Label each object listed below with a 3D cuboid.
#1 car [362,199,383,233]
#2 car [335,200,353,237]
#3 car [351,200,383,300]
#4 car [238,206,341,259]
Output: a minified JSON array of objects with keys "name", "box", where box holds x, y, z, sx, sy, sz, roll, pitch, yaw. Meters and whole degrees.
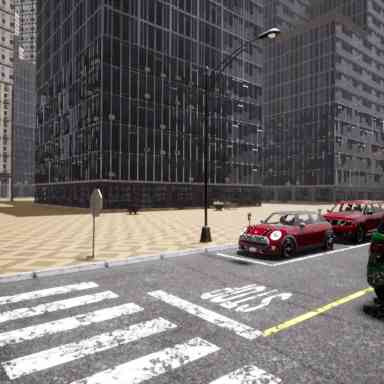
[{"name":"car","box":[12.385,1.341,19.849,5.009,1.841,2.192,0,0,-39]},{"name":"car","box":[8.010,1.335,16.278,5.009,1.841,2.192,0,0,-39]},{"name":"car","box":[5.873,1.231,7.199,5.566,2.045,2.150,0,0,-39]},{"name":"car","box":[3.635,1.454,12.708,4.097,1.590,1.967,0,0,-39]}]
